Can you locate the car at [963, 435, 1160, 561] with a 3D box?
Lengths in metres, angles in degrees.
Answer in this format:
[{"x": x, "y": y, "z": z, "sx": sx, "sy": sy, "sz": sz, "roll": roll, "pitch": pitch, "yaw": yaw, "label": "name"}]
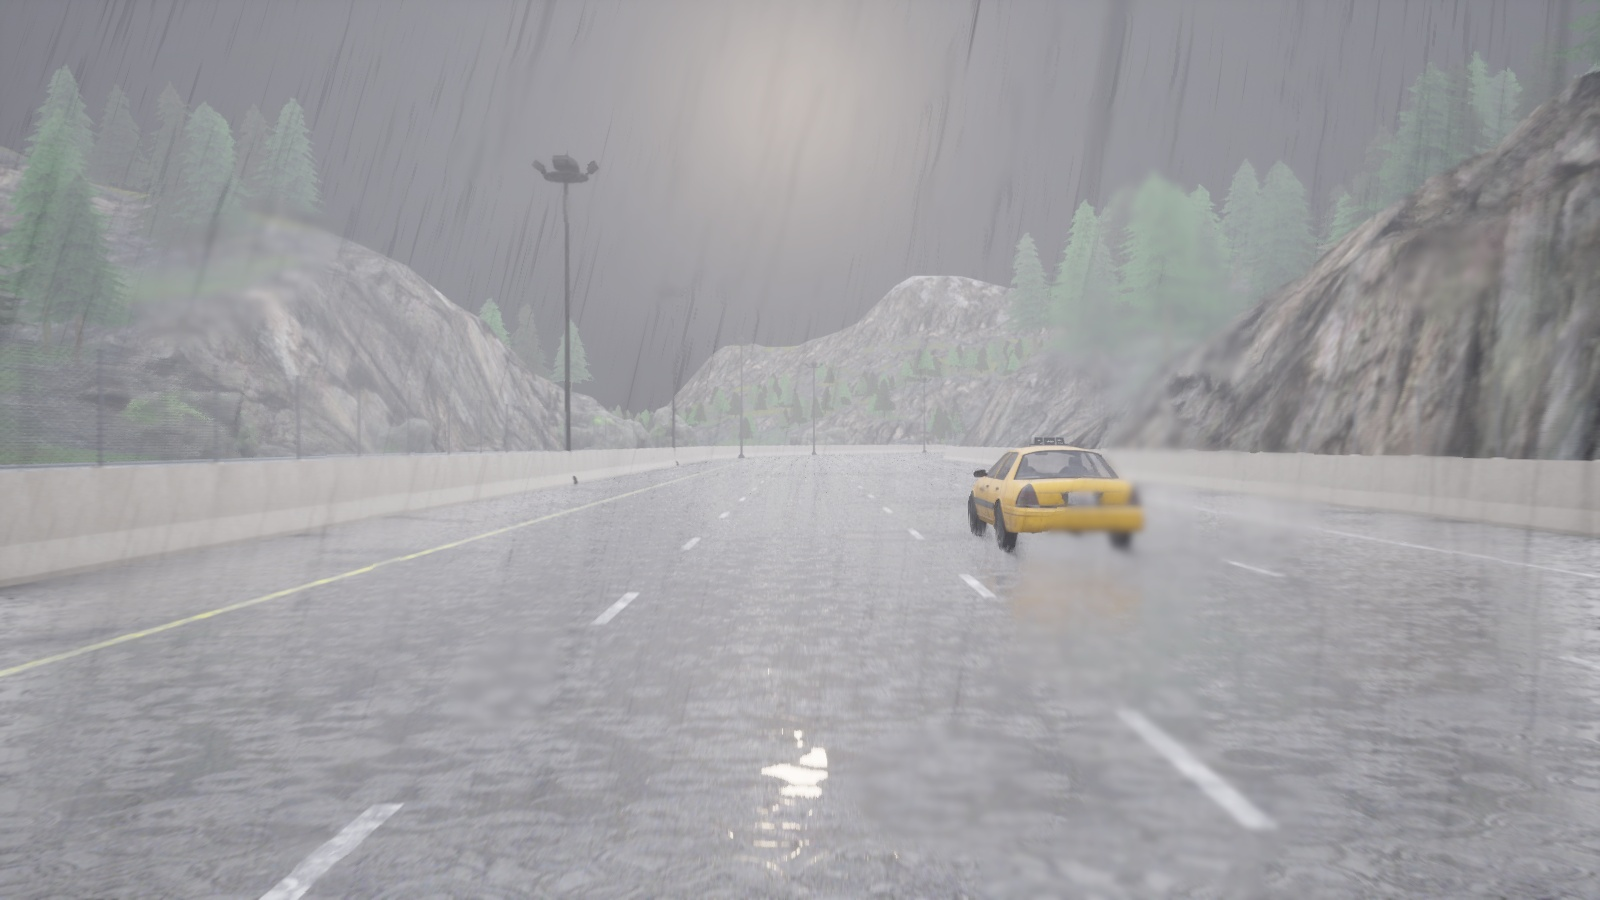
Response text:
[{"x": 3.630, "y": 0.585, "z": 18.441, "sx": 1.801, "sy": 1.575, "sz": 5.366, "roll": 0, "pitch": 0, "yaw": 0, "label": "car"}]
